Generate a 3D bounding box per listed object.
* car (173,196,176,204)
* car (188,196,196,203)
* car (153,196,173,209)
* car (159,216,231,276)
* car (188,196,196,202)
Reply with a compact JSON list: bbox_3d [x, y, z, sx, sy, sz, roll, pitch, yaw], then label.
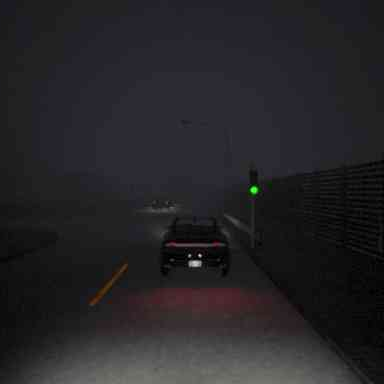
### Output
[{"bbox_3d":[-4.063,1.631,54.506,1.895,1.301,4.718,0,0,0],"label":"car"},{"bbox_3d":[0.006,1.636,72.155,1.895,1.301,4.718,0,0,0],"label":"car"},{"bbox_3d":[-4.092,1.377,45.139,2.097,1.767,4.553,0,0,0],"label":"car"},{"bbox_3d":[0.085,1.497,10.355,2.128,1.511,4.902,0,0,0],"label":"car"},{"bbox_3d":[0.001,1.641,81.927,1.895,1.301,4.718,0,0,0],"label":"car"}]
